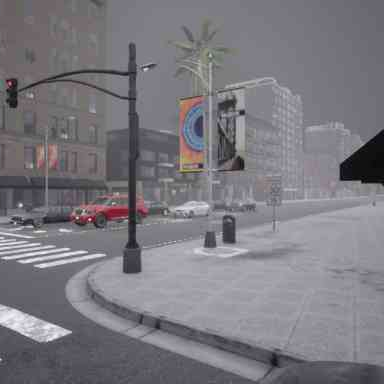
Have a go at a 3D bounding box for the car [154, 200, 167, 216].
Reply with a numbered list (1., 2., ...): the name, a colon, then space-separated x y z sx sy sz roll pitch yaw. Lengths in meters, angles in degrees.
1. car: -3.986 1.534 30.623 1.837 1.490 4.892 0 0 35

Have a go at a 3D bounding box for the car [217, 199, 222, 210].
1. car: 2.675 1.600 40.060 2.033 1.411 5.357 0 0 35

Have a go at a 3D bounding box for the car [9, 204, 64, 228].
1. car: -9.466 1.561 22.847 2.033 1.411 5.357 0 0 35

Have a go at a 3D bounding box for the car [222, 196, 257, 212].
1. car: 5.871 1.411 38.939 2.097 1.767 4.553 0 0 35

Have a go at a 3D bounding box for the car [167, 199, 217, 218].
1. car: 0.128 1.564 30.811 1.812 1.442 4.674 0 0 35

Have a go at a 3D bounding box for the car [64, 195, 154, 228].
1. car: -5.497 1.243 22.827 2.150 2.045 5.566 0 0 35

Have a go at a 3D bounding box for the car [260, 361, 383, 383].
1. car: 2.169 1.551 1.301 4.403 1.369 2.008 0 0 35
